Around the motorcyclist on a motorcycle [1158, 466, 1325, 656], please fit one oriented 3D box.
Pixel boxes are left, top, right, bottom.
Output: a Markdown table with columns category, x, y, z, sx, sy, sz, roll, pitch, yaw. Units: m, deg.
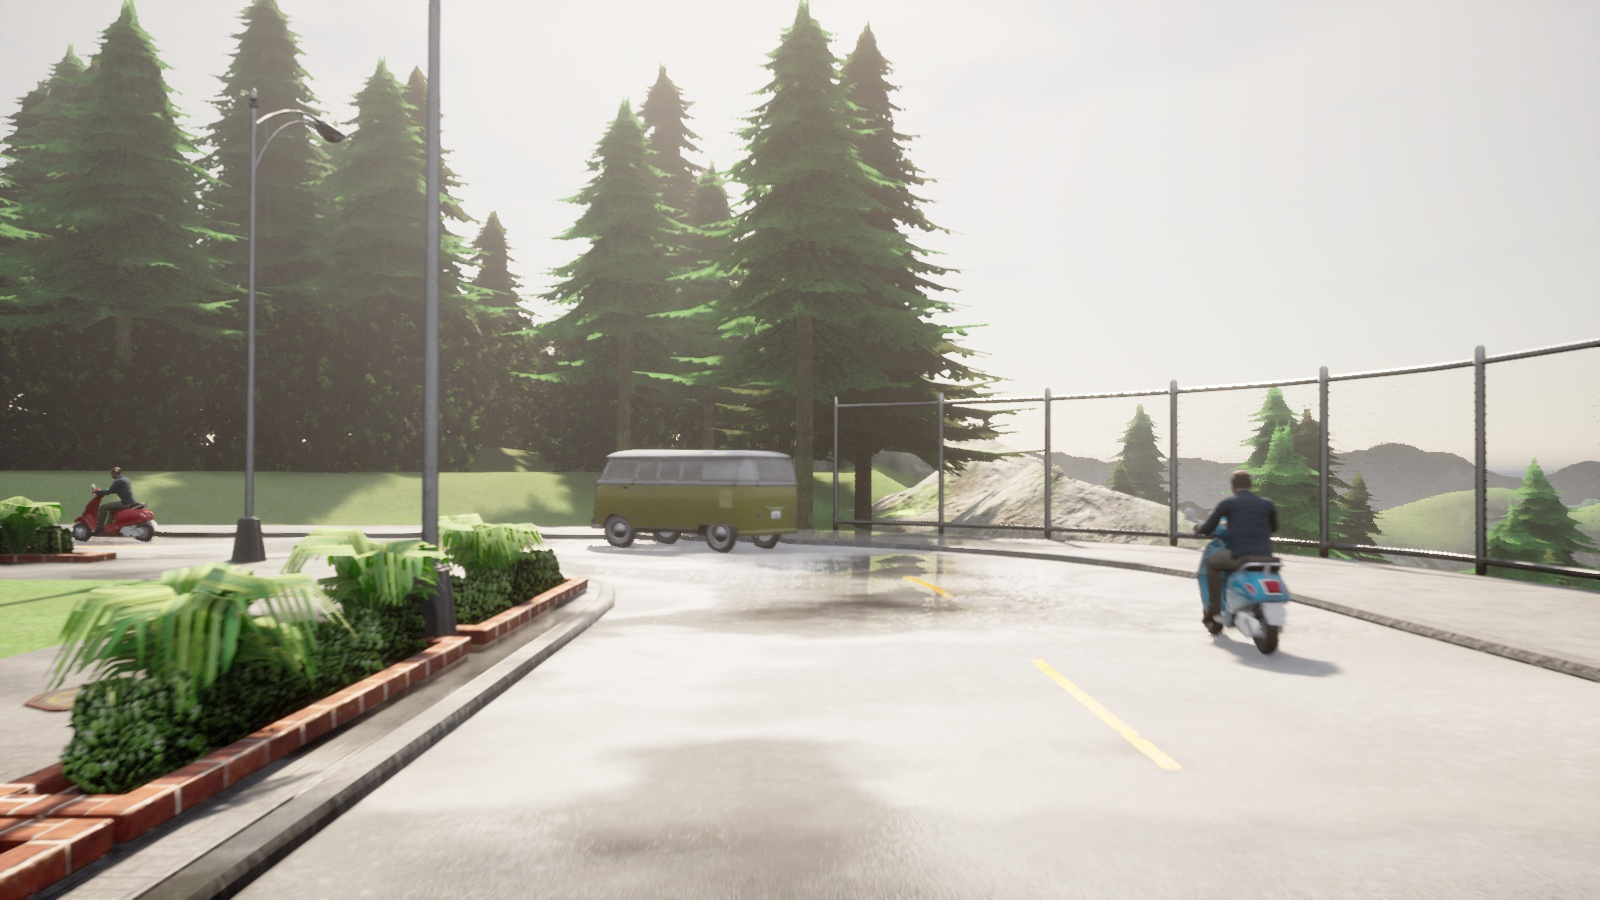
| category | x | y | z | sx | sy | sz | roll | pitch | yaw |
| --- | --- | --- | --- | --- | --- | --- | --- | --- | --- |
| motorcyclist on a motorcycle | 3.967 | 0.944 | 11.452 | 0.866 | 1.590 | 1.817 | 0 | -1 | 0 |

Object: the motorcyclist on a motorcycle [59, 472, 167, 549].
| category | x | y | z | sx | sy | sz | roll | pitch | yaw |
| --- | --- | --- | --- | --- | --- | --- | --- | --- | --- |
| motorcyclist on a motorcycle | -14.514 | 1.271 | 26.560 | 1.817 | 1.590 | 0.866 | 0 | -1 | 0 |

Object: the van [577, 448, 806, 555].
| category | x | y | z | sx | sy | sz | roll | pitch | yaw |
| --- | --- | --- | --- | --- | --- | --- | --- | --- | --- |
| van | -2.234 | 1.001 | 25.302 | 4.442 | 1.987 | 1.775 | -1 | -1 | 33 |
